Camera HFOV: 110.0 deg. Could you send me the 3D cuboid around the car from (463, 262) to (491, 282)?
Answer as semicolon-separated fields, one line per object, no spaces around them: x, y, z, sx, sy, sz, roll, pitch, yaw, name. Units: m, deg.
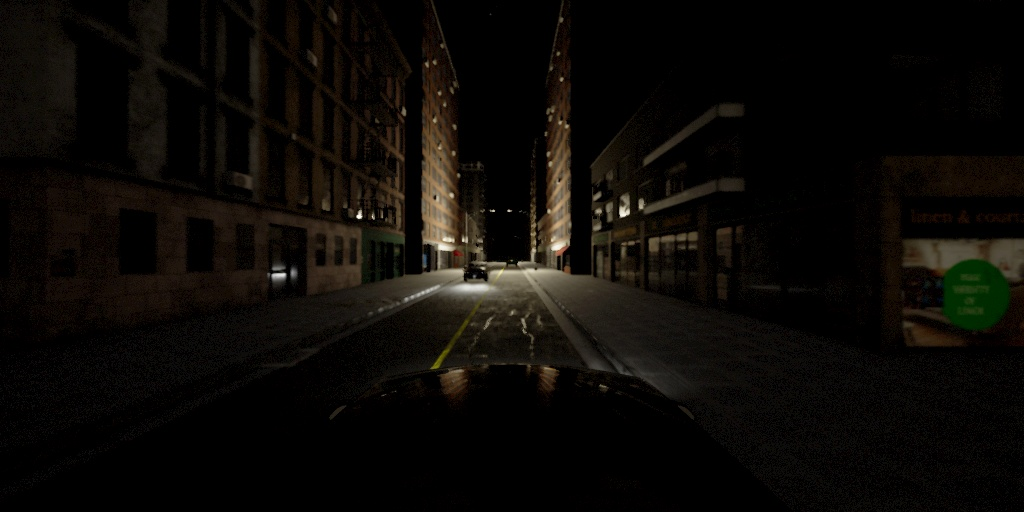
-2.759;1.248;28.983;2.128;1.511;4.902;0;0;0;car
